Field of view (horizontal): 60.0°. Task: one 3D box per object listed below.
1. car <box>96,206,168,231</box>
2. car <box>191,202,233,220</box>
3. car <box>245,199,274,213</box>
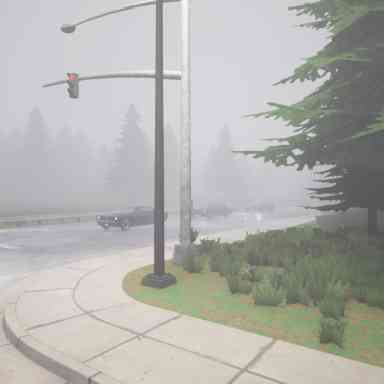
[{"bbox_3d":[-3.648,1.574,20.870,1.895,1.301,4.718,0,0,35],"label":"car"},{"bbox_3d":[1.635,1.574,28.522,1.895,1.301,4.718,0,0,35],"label":"car"},{"bbox_3d":[7.594,1.499,37.002,1.812,1.442,4.674,0,0,36],"label":"car"}]
